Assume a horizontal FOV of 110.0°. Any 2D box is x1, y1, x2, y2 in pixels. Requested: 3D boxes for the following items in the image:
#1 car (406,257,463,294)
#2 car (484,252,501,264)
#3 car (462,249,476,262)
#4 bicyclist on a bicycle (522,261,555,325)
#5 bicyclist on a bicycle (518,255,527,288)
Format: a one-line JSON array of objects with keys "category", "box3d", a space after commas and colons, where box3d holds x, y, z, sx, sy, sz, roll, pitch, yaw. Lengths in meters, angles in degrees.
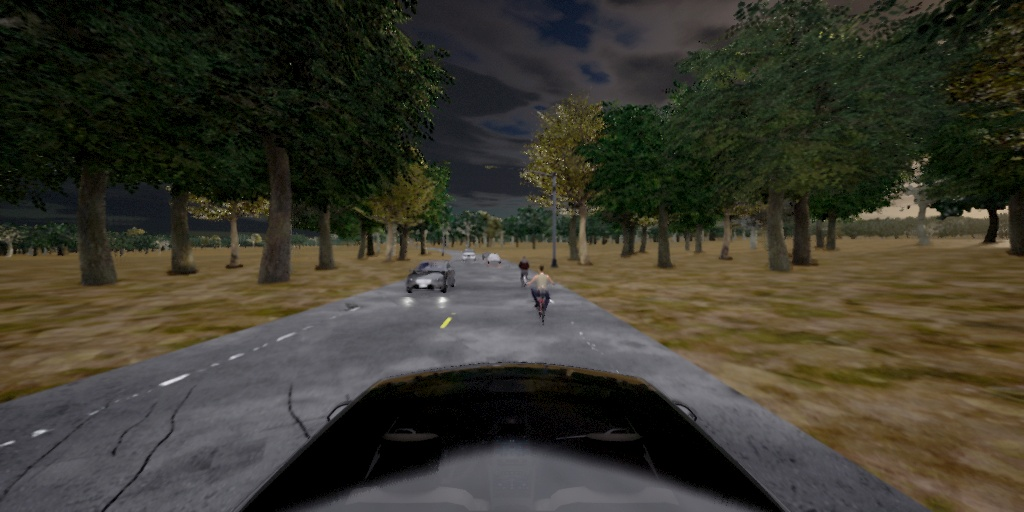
[{"category": "car", "box3d": [-3.932, 0.972, 17.979, 2.128, 1.511, 4.902, 0, 1, -2]}, {"category": "car", "box3d": [-2.686, 0.337, 52.352, 1.812, 1.442, 4.674, 0, 1, -6]}, {"category": "car", "box3d": [-7.257, -0.157, 60.567, 2.150, 2.045, 5.566, 0, 1, -6]}, {"category": "bicyclist on a bicycle", "box3d": [0.829, 1.048, 10.207, 0.866, 1.612, 1.509, 0, 1, -1]}, {"category": "bicyclist on a bicycle", "box3d": [0.620, 0.840, 18.505, 0.659, 1.776, 1.843, 0, 1, -2]}]
